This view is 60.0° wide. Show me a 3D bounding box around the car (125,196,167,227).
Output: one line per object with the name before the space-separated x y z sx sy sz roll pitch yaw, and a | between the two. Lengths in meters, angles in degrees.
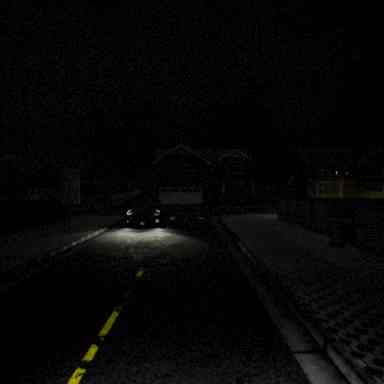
car | -2.768 1.149 20.759 2.097 1.767 4.553 0 1 0
